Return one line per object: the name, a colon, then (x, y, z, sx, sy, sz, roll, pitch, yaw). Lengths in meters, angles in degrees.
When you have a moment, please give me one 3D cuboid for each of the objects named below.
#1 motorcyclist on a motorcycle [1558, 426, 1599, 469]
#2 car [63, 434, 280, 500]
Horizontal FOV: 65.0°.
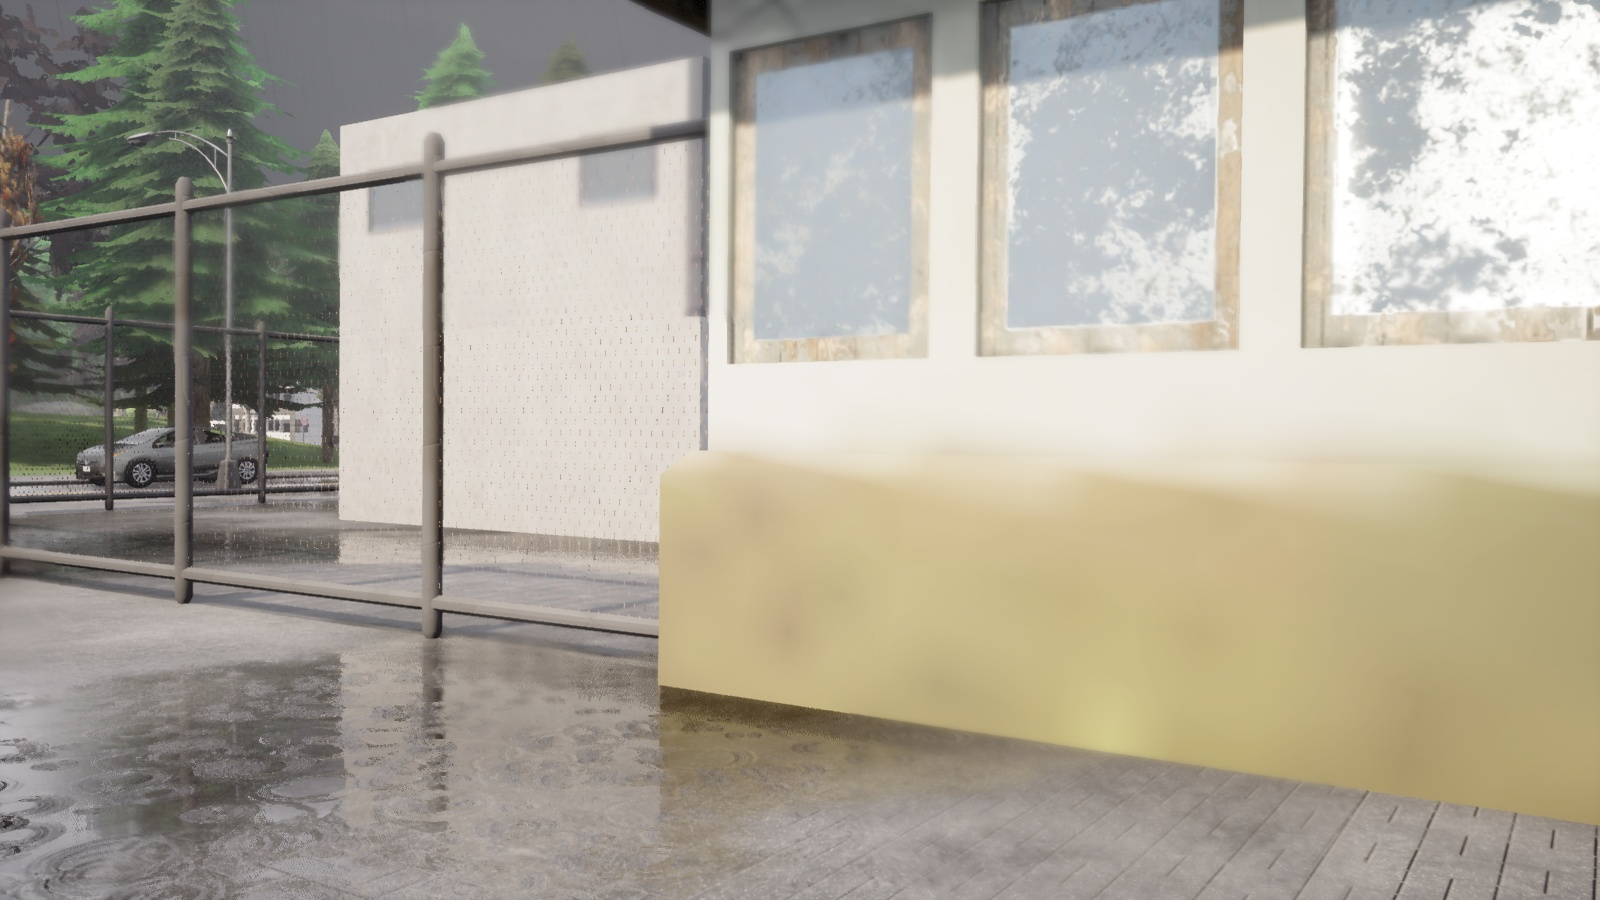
motorcyclist on a motorcycle: (28.393, -0.103, 44.861, 2.191, 1.530, 0.866, 0, 1, 33)
car: (-15.864, 0.386, 31.939, 2.007, 1.525, 4.514, 0, 1, 32)
